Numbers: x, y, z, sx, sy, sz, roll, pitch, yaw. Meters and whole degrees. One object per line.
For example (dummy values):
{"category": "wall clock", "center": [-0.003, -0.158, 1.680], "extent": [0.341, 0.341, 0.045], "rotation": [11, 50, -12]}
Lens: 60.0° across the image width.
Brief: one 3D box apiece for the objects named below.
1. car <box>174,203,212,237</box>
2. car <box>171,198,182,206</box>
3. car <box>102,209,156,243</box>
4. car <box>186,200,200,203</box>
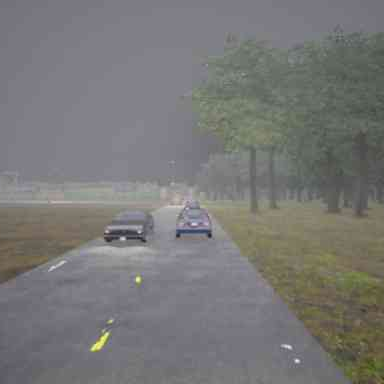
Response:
{"category": "car", "center": [0.091, 1.564, 18.077], "extent": [2.033, 1.411, 5.357], "rotation": [0, 0, 0]}
{"category": "car", "center": [-2.779, 1.807, 60.288], "extent": [1.812, 1.442, 4.674], "rotation": [0, -1, 0]}
{"category": "car", "center": [-2.859, 1.561, 16.407], "extent": [2.033, 1.411, 5.357], "rotation": [0, 0, 0]}
{"category": "car", "center": [0.080, 1.673, 42.928], "extent": [1.994, 1.385, 4.181], "rotation": [0, 0, 0]}
